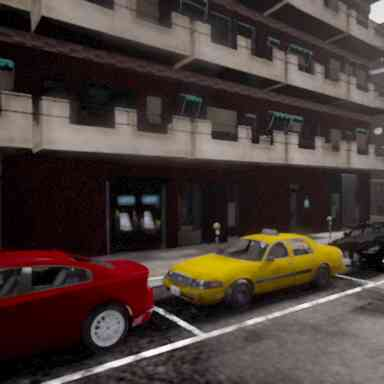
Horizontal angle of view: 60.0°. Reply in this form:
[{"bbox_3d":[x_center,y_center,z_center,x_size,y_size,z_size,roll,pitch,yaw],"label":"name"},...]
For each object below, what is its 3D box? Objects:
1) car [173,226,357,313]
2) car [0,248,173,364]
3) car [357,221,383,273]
[{"bbox_3d":[1.639,1.579,7.746,4.829,1.417,1.752,1,-1,-35],"label":"car"},{"bbox_3d":[-2.720,1.548,4.636,4.507,1.381,1.887,1,-1,-35],"label":"car"},{"bbox_3d":[6.274,1.673,11.051,4.313,1.339,1.947,1,-1,-35],"label":"car"}]
